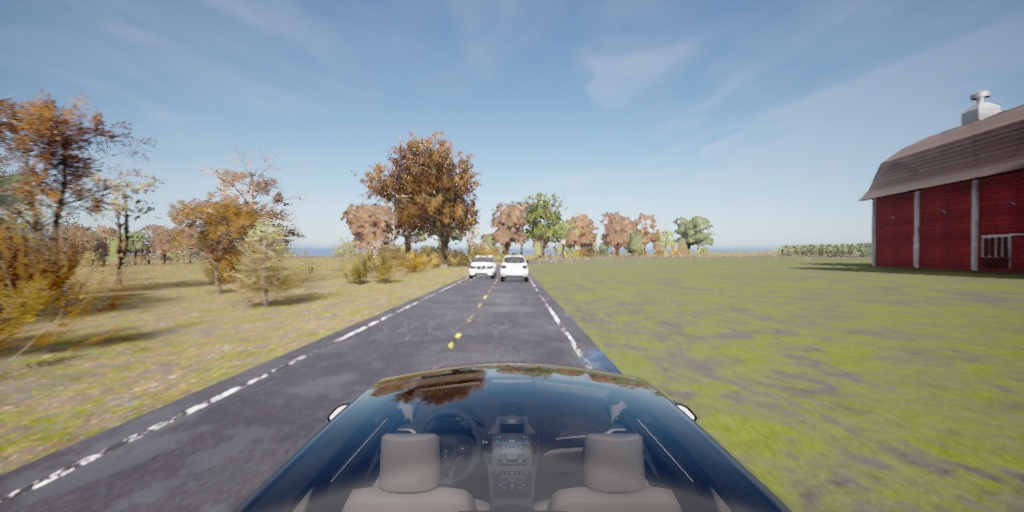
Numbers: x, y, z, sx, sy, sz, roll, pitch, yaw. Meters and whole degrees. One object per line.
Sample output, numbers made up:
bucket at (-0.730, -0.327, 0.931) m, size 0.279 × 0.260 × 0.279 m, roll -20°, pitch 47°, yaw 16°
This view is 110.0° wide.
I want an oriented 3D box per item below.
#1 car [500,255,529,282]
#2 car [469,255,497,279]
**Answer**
car at (0.203, 0.964, 29.451) m, size 2.150 × 2.045 × 5.566 m, roll 0°, pitch 0°, yaw 1°
car at (-2.584, 0.954, 32.744) m, size 2.150 × 2.045 × 5.566 m, roll 0°, pitch 0°, yaw 0°
